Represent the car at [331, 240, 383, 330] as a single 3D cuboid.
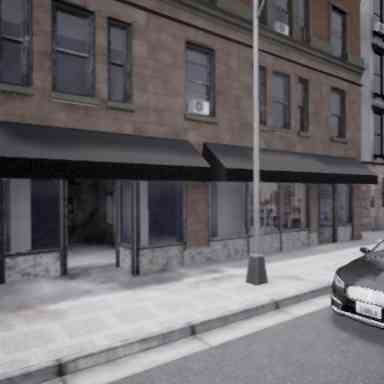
[{"bbox_3d":[4.633,1.501,6.402,4.902,1.511,2.128,0,0,-36],"label":"car"}]
